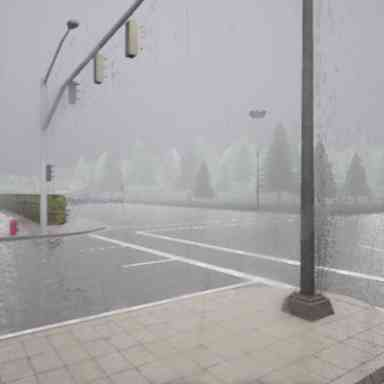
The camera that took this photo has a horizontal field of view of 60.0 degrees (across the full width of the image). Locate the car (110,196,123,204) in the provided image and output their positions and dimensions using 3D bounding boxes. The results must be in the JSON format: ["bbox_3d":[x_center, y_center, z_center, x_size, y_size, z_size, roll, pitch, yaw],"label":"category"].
[{"bbox_3d":[-14.970,1.544,64.862,1.837,1.490,4.892,0,0,-35],"label":"car"}]

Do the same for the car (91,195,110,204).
[{"bbox_3d":[-17.633,1.634,62.558,1.895,1.301,4.718,0,0,-35],"label":"car"}]

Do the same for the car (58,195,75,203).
[{"bbox_3d":[-25.938,1.399,68.441,2.033,1.411,5.357,0,0,-35],"label":"car"}]

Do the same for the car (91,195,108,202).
[{"bbox_3d":[-20.174,1.396,72.413,2.128,1.511,4.902,0,0,-35],"label":"car"}]

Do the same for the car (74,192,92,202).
[{"bbox_3d":[-23.072,1.090,70.452,2.150,2.045,5.566,0,0,-35],"label":"car"}]

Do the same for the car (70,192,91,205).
[{"bbox_3d":[-20.717,1.379,60.865,2.097,1.767,4.553,0,0,-35],"label":"car"}]

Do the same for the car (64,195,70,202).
[{"bbox_3d":[-23.633,1.622,58.928,1.895,1.301,4.718,0,0,-35],"label":"car"}]
